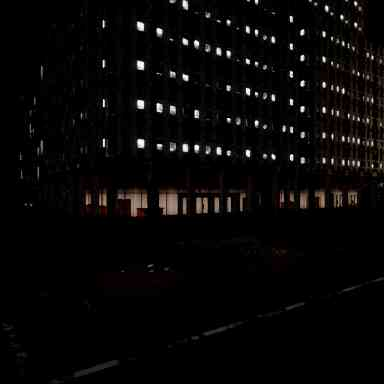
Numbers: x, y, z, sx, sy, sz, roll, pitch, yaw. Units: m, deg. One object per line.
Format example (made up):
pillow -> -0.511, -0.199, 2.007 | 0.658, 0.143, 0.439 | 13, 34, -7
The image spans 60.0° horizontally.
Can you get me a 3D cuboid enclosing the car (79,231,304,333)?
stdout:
car -> 0.275, 1.525, 6.757 | 4.829, 1.417, 1.752 | 0, 0, -36
